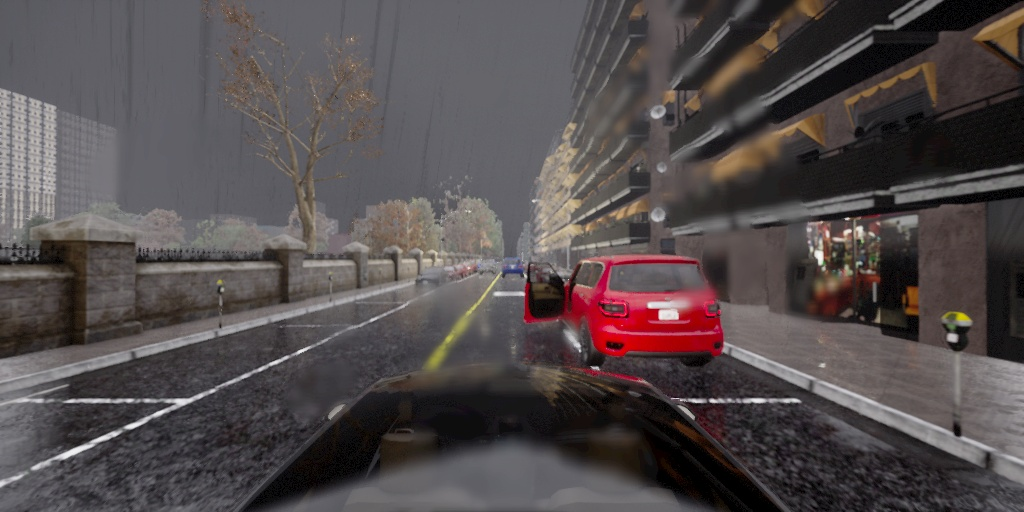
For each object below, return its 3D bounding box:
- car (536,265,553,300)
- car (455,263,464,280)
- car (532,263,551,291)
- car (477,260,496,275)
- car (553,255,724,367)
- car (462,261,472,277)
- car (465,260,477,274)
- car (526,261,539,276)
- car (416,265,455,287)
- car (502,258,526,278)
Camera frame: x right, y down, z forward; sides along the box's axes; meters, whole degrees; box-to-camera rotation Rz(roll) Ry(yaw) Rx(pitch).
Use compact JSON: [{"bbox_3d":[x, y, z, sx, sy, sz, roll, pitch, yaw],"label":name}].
[{"bbox_3d":[2.699,1.424,20.573,2.007,1.370,4.403,0,0,0],"label":"car"},{"bbox_3d":[-5.678,1.533,31.837,1.802,1.307,4.207,0,0,0],"label":"car"},{"bbox_3d":[2.701,1.456,26.203,1.888,1.381,4.507,0,0,0],"label":"car"},{"bbox_3d":[-2.997,1.553,44.597,1.837,1.490,4.892,0,-1,0],"label":"car"},{"bbox_3d":[2.399,1.013,8.168,2.150,2.045,5.566,0,0,0],"label":"car"},{"bbox_3d":[-5.676,1.535,37.464,1.888,1.381,4.507,0,0,0],"label":"car"},{"bbox_3d":[-5.674,1.474,43.092,1.967,1.591,4.097,0,0,0],"label":"car"},{"bbox_3d":[2.707,1.658,48.720,1.802,1.307,4.207,0,0,0],"label":"car"},{"bbox_3d":[-5.679,1.480,26.206,1.948,1.339,4.313,0,0,0],"label":"car"},{"bbox_3d":[0.091,1.215,37.905,2.150,2.045,5.566,0,0,0],"label":"car"}]
